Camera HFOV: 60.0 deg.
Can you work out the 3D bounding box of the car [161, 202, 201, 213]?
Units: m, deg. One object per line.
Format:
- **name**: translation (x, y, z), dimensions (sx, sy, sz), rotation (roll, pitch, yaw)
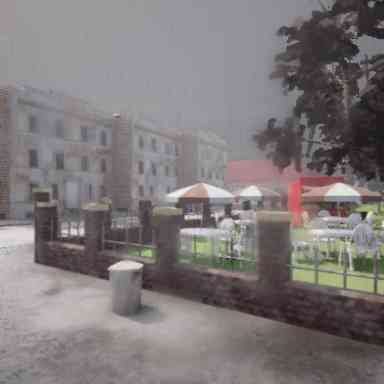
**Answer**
- **car**: translation (-0.993, 1.447, 31.997), dimensions (2.033, 1.411, 5.357), rotation (0, 0, 35)
